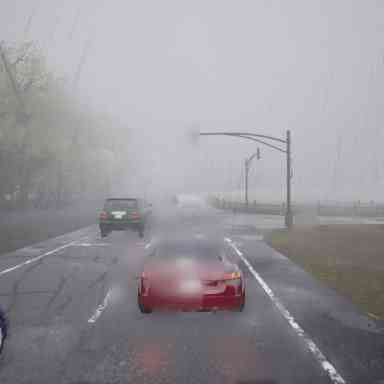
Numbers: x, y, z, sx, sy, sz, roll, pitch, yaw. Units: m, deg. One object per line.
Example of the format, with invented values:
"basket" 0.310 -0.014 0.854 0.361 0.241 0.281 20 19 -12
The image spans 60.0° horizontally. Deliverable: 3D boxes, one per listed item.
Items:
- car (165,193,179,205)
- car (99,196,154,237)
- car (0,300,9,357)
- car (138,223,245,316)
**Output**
"car" -3.476 1.228 57.114 2.150 2.045 5.566 0 0 0
"car" -3.424 1.227 18.173 2.150 2.045 5.566 0 0 0
"car" -3.404 1.527 2.605 1.812 1.442 4.674 0 0 0
"car" -0.007 1.566 7.640 1.994 1.385 4.181 0 0 0
